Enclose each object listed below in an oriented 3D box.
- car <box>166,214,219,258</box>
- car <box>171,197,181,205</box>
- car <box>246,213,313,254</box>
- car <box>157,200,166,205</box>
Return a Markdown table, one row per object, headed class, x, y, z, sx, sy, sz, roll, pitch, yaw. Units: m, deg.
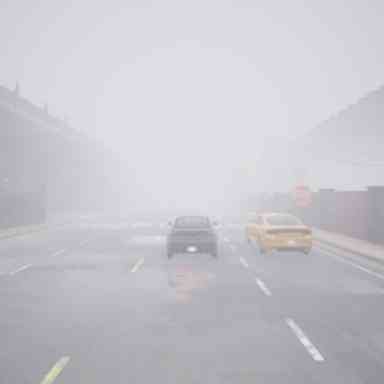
| class | x | y | z | sx | sy | sz | roll | pitch | yaw |
| --- | --- | --- | --- | --- | --- | --- | --- | --- | --- |
| car | 0.017 | 1.657 | 13.484 | 1.837 | 1.490 | 4.892 | 0 | 0 | 0 |
| car | -3.843 | 2.112 | 80.441 | 2.150 | 2.045 | 5.566 | 0 | -1 | -1 |
| car | 3.524 | 1.635 | 14.216 | 1.882 | 1.535 | 5.008 | 0 | 0 | 0 |
| car | -7.342 | 2.481 | 80.376 | 1.895 | 1.301 | 4.718 | 0 | -1 | -1 |
